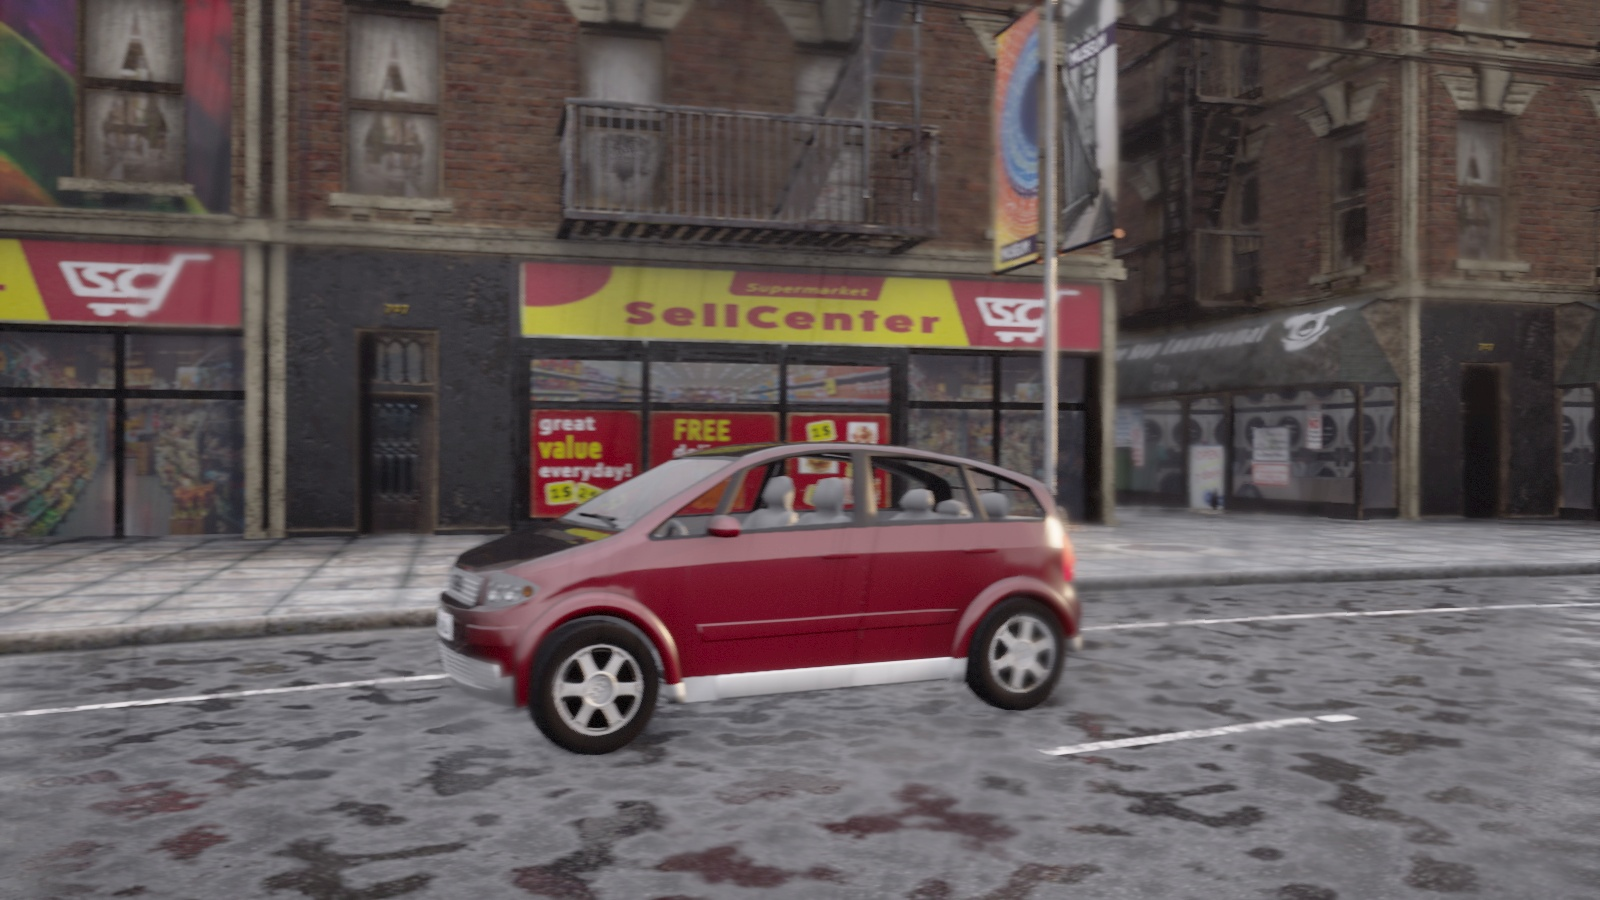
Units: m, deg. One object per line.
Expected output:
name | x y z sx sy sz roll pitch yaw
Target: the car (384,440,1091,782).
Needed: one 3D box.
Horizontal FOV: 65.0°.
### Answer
car | -0.360 0.733 7.308 3.705 1.549 1.789 0 0 -26
